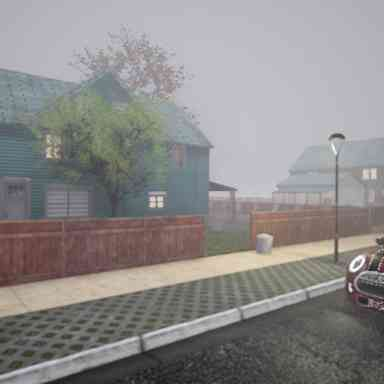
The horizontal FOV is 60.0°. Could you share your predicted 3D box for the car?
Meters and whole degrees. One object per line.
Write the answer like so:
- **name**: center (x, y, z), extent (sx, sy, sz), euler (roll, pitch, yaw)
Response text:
- **car**: center (5.200, 1.404, 6.988), extent (4.553, 1.767, 2.097), euler (0, 0, -37)
